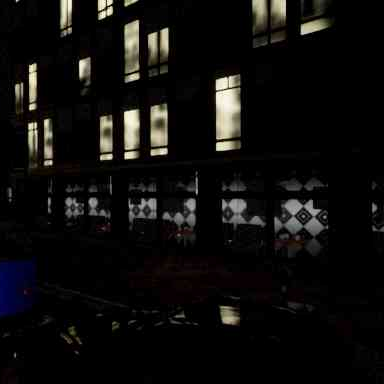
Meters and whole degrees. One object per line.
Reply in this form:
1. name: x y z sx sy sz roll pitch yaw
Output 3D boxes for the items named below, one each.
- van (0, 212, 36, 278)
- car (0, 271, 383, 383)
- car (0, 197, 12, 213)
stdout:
1. van: -4.522 1.341 6.062 3.998 1.788 1.690 0 0 35
2. car: 0.110 1.582 2.759 4.206 1.307 1.802 0 0 35
3. car: -14.414 1.354 28.174 2.192 1.841 5.009 -1 -1 35
